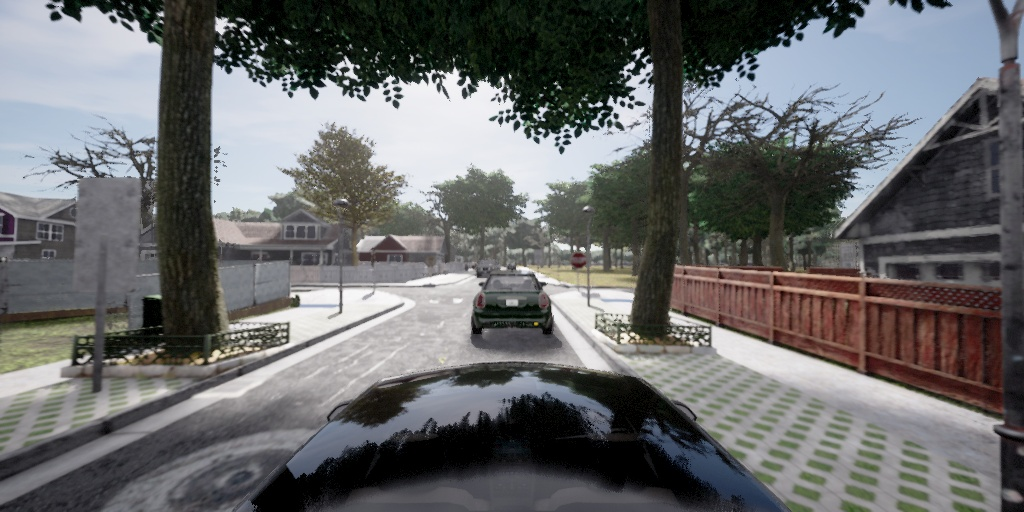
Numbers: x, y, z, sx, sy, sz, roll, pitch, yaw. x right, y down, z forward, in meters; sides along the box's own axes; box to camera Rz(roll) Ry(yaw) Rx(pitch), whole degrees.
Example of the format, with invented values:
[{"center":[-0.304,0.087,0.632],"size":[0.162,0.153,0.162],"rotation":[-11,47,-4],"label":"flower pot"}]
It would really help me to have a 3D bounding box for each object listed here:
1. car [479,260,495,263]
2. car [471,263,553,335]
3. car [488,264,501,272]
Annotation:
[{"center":[-2.957,1.453,42.312],"size":[2.150,2.045,5.566],"rotation":[0,-1,0],"label":"car"},{"center":[0.017,1.205,11.034],"size":[2.097,1.767,4.553],"rotation":[0,-1,0],"label":"car"},{"center":[-2.967,2.092,63.246],"size":[2.033,1.411,5.357],"rotation":[0,-1,0],"label":"car"}]
